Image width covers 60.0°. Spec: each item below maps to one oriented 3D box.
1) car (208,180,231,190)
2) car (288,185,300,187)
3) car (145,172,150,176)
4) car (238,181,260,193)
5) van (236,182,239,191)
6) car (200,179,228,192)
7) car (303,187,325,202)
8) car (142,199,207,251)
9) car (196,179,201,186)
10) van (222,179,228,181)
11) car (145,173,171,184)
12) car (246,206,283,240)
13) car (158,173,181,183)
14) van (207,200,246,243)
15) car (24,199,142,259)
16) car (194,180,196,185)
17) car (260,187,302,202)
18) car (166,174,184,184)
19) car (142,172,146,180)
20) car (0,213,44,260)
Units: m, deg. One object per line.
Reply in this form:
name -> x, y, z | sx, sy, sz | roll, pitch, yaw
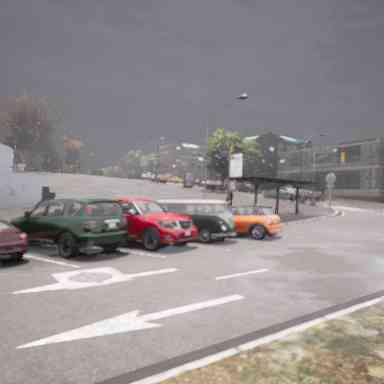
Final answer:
car -> 5.330, -1.384, 64.097 | 1.946, 1.575, 5.366 | 7, 3, 35
car -> 15.630, 0.001, 49.165 | 2.435, 2.045, 5.566 | 7, 3, 35
car -> -8.756, -3.662, 83.562 | 2.185, 1.767, 4.553 | 4, 0, 33
car -> 10.405, -0.566, 56.540 | 2.231, 1.521, 4.892 | 7, 3, 35
van -> 8.644, -1.066, 58.901 | 1.878, 1.987, 4.442 | 8, 3, 35
car -> 3.737, -0.766, 50.509 | 1.994, 1.385, 4.181 | 3, 4, -36
car -> 17.323, 0.563, 46.694 | 2.002, 1.452, 4.674 | 7, 3, 35
car -> -2.439, 1.319, 14.722 | 5.566, 2.045, 2.435 | -1, -2, 35
car -> 3.494, -1.618, 66.414 | 2.002, 1.452, 4.674 | 8, 3, 35
van -> 6.911, -1.339, 61.370 | 1.878, 1.987, 4.442 | 8, 3, 35
car -> -6.695, -2.319, 65.188 | 1.895, 1.301, 4.718 | 3, 4, -36
car -> 2.498, 1.521, 18.155 | 4.553, 1.767, 2.185 | -1, -1, 35
car -> -5.222, -3.275, 78.633 | 2.435, 2.045, 5.566 | 7, 3, 34
van -> 0.094, 1.382, 16.399 | 4.442, 1.987, 1.878 | -1, -2, 35
car -> -4.948, 1.281, 13.011 | 5.566, 2.045, 2.435 | -1, -1, 35
car -> 1.748, -1.892, 68.873 | 2.002, 1.452, 4.674 | 7, 3, 35
car -> 10.821, 0.342, 40.633 | 1.994, 1.385, 4.181 | 3, 4, -36
car -> -3.370, -2.750, 76.375 | 1.946, 1.575, 5.366 | 7, 3, 34
car -> -10.531, -3.941, 85.907 | 2.435, 2.045, 5.566 | 1, -2, 34
car -> -7.373, 1.535, 11.245 | 4.674, 1.452, 2.002 | -1, -1, 35
